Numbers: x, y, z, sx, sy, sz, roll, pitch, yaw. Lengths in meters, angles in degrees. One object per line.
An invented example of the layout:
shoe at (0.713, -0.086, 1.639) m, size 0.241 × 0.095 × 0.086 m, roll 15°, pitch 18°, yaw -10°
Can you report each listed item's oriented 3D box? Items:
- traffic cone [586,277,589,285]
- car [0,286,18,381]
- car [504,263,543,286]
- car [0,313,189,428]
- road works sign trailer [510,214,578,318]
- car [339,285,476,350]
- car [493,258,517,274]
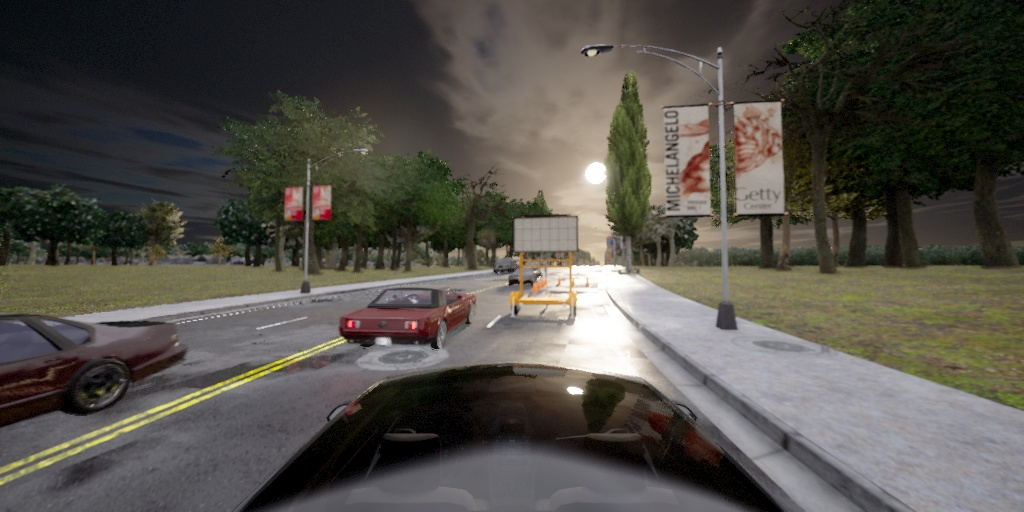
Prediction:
traffic cone at (5.421, 1.802, 25.764) m, size 0.340 × 0.580 × 0.340 m, roll 0°, pitch 0°, yaw 12°
car at (-9.518, 1.264, 3.653) m, size 1.882 × 1.535 × 5.008 m, roll 0°, pitch 0°, yaw 5°
car at (1.090, 1.456, 26.718) m, size 1.994 × 1.385 × 4.181 m, roll -1°, pitch 0°, yaw 14°
car at (-6.328, 1.324, 3.413) m, size 2.033 × 1.411 × 5.357 m, roll 0°, pitch 0°, yaw 4°
road works sign trailer at (1.279, 0.273, 13.333) m, size 2.380 × 3.560 × 2.880 m, roll 0°, pitch 0°, yaw 11°
car at (-2.269, 1.404, 9.297) m, size 1.895 × 1.301 × 4.718 m, roll 0°, pitch 0°, yaw 7°
car at (-0.752, 1.291, 46.467) m, size 2.150 × 2.045 × 5.566 m, roll -1°, pitch 0°, yaw 15°
